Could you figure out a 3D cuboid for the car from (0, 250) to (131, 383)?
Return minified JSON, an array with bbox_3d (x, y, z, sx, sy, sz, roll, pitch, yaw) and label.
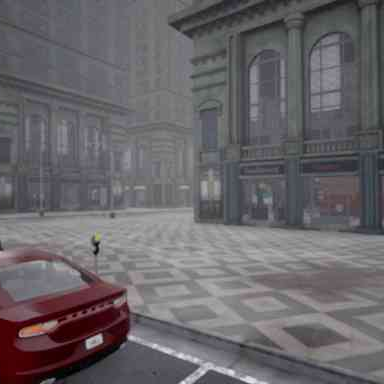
[{"bbox_3d":[-2.922,1.565,5.065,4.507,1.381,1.887,0,0,35],"label":"car"}]
